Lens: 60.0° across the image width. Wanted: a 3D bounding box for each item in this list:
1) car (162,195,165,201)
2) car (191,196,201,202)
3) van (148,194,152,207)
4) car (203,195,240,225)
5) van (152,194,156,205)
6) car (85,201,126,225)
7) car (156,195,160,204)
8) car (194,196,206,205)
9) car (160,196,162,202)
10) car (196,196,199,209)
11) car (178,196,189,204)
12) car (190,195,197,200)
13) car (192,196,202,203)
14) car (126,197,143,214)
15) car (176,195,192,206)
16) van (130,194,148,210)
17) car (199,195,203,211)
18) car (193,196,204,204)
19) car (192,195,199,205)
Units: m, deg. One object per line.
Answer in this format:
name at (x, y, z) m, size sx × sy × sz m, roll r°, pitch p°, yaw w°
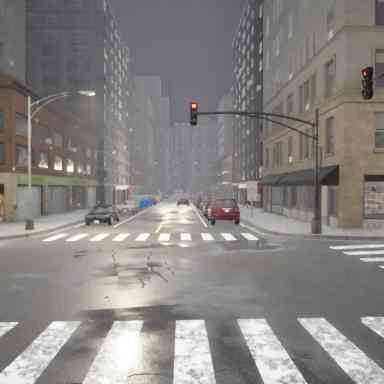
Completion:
car at (-7.680, 1.428, 74.153) m, size 1.967 × 1.590 × 4.097 m, roll -1°, pitch 0°, yaw -2°
car at (0.855, 1.538, 74.387) m, size 2.008 × 1.369 × 4.403 m, roll -1°, pitch 0°, yaw -2°
van at (-6.917, 1.342, 46.235) m, size 1.690 × 1.788 × 3.998 m, roll -1°, pitch 0°, yaw -2°
car at (2.217, 1.318, 24.133) m, size 2.192 × 1.841 × 5.009 m, roll -1°, pitch 0°, yaw -2°
van at (-7.070, 1.340, 51.819) m, size 1.690 × 1.788 × 3.998 m, roll -1°, pitch 0°, yaw -2°
car at (-6.302, 1.569, 23.900) m, size 1.947 × 1.339 × 4.313 m, roll -1°, pitch 0°, yaw -2°
car at (-7.223, 1.312, 57.403) m, size 2.192 × 1.841 × 5.009 m, roll -1°, pitch 0°, yaw -2°
car at (1.305, 1.522, 57.806) m, size 1.752 × 1.417 × 4.829 m, roll -1°, pitch 0°, yaw -2°
car at (-7.374, 1.434, 62.986) m, size 1.967 × 1.590 × 4.097 m, roll -1°, pitch 0°, yaw -2°
car at (1.760, 1.528, 41.054) m, size 1.752 × 1.417 × 4.829 m, roll -1°, pitch 0°, yaw -2°
car at (-1.719, 1.541, 63.897) m, size 2.033 × 1.411 × 5.357 m, roll 0°, pitch 0°, yaw -2°
car at (0.400, 1.525, 91.139) m, size 2.008 × 1.369 × 4.403 m, roll -1°, pitch 0°, yaw -2°
car at (1.007, 1.557, 68.804) m, size 1.947 × 1.339 × 4.313 m, roll -1°, pitch 0°, yaw -2°
car at (-6.604, 1.529, 34.898) m, size 1.752 × 1.417 × 4.829 m, roll -1°, pitch 0°, yaw -2°
car at (-1.434, 1.504, 53.479) m, size 1.837 × 1.490 × 4.892 m, roll 0°, pitch 0°, yaw -2°
van at (-6.764, 1.344, 40.651) m, size 1.690 × 1.788 × 3.998 m, roll -1°, pitch 0°, yaw -2°
car at (2.066, 1.319, 29.717) m, size 2.192 × 1.841 × 5.009 m, roll -1°, pitch 0°, yaw -2°
car at (1.158, 1.560, 63.220) m, size 1.947 × 1.339 × 4.313 m, roll -1°, pitch 0°, yaw -2°
car at (1.611, 1.316, 46.468) m, size 2.192 × 1.841 × 5.009 m, roll -1°, pitch 0°, yaw -2°
